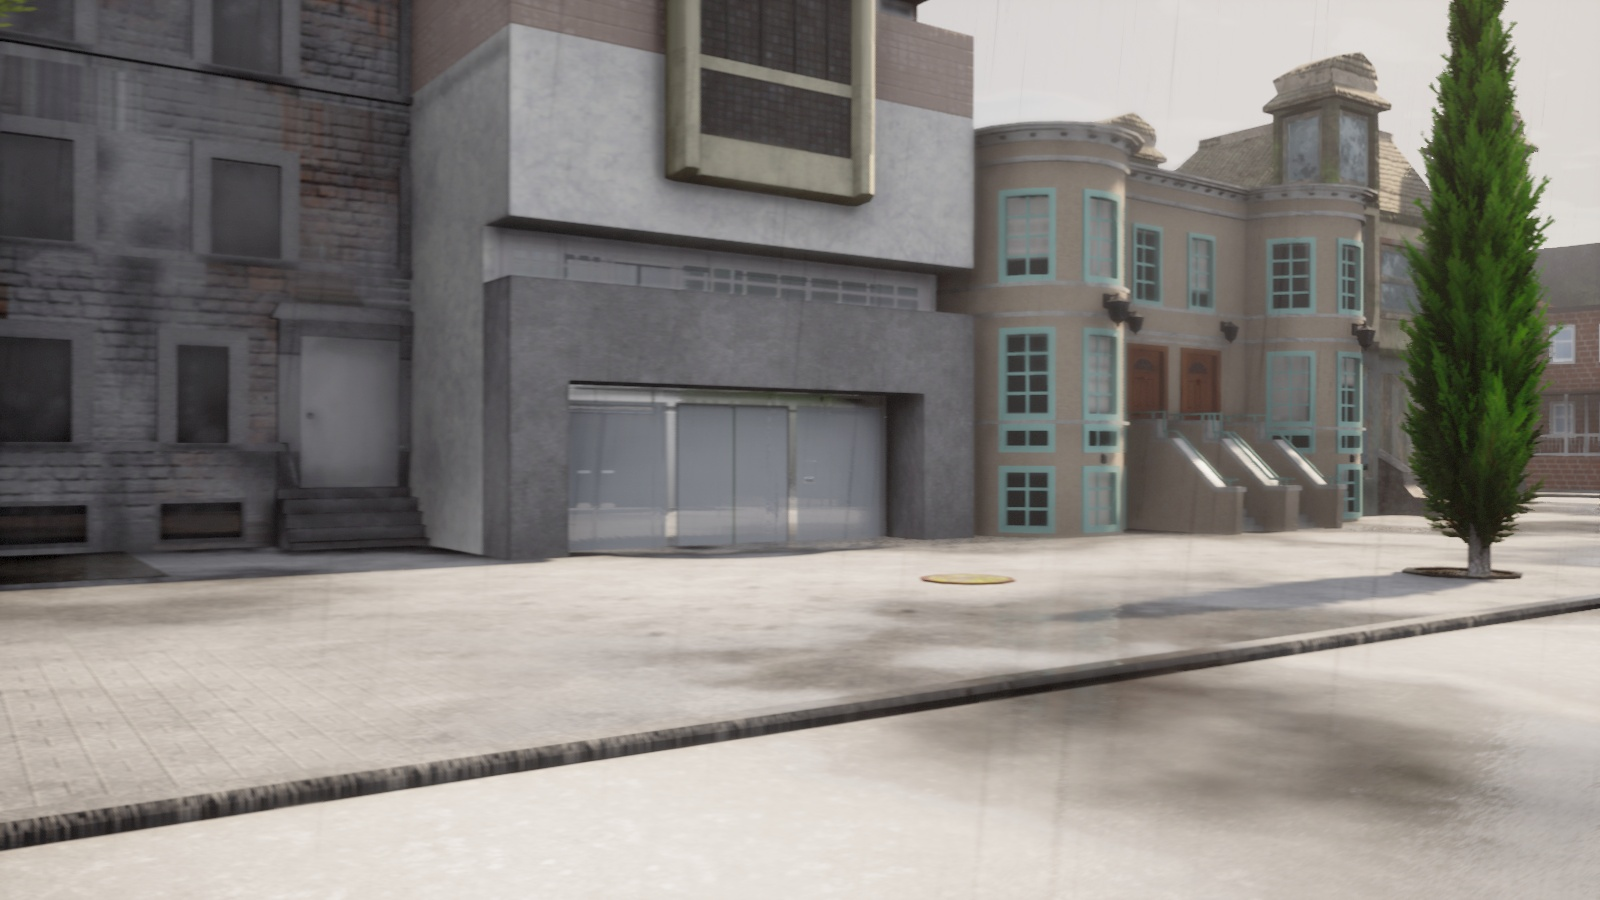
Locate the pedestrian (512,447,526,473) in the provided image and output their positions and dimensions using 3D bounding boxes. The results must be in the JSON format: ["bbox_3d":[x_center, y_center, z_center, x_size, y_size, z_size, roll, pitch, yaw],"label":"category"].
[{"bbox_3d":[-20.134,0.718,89.919,0.634,1.844,0.899,0,0,-37],"label":"pedestrian"}]
